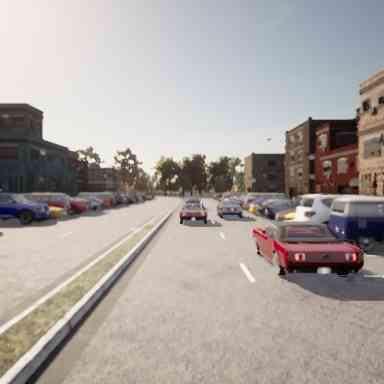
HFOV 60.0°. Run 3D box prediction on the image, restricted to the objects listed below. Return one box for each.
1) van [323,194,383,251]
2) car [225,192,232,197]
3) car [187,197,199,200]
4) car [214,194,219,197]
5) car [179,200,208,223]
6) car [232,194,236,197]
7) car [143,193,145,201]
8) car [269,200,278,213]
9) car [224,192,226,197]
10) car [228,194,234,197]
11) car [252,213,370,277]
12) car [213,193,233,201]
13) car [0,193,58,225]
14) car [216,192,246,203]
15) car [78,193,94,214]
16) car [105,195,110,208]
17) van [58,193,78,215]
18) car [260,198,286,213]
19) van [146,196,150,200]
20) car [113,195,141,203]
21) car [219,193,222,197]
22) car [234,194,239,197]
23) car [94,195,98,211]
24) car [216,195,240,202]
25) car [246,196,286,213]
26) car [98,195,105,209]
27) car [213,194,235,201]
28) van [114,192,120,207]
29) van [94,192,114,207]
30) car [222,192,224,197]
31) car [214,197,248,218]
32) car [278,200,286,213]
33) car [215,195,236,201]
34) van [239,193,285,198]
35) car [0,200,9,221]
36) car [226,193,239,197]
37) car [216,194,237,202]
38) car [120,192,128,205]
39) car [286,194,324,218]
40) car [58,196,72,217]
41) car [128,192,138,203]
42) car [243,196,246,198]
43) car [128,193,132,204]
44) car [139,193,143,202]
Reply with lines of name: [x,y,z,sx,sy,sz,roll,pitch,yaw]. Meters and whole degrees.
van: [7.755,1.180,12.831,4.442,1.987,1.878,0,0,0]
car: [7.605,1.194,48.674,4.553,1.767,2.185,0,0,0]
car: [0.097,1.348,41.195,1.837,1.490,4.892,0,0,0]
car: [7.450,1.332,62.461,5.366,1.575,1.946,0,0,0]
car: [0.098,1.479,24.059,1.895,1.301,4.718,0,0,0]
car: [7.630,1.325,40.403,4.892,1.521,2.231,0,0,0]
car: [-12.525,1.347,66.926,5.008,1.535,2.097,0,0,0]
car: [7.641,1.409,21.105,4.674,1.452,2.002,0,0,0]
car: [7.667,1.196,51.432,4.553,1.767,2.185,0,0,0]
car: [7.630,1.322,43.160,4.892,1.521,2.231,0,0,0]
car: [3.092,1.540,10.011,1.895,1.301,4.718,0,0,0]
car: [7.602,1.213,81.770,4.553,1.767,2.185,0,0,0]
car: [-12.533,1.092,22.587,5.566,2.045,2.435,0,0,0]
car: [7.663,1.089,65.219,5.566,2.045,2.435,0,0,0]
car: [-12.527,1.072,30.921,5.566,2.045,2.435,0,0,0]
car: [-12.547,1.353,39.135,4.674,1.452,2.002,0,0,0]
van: [-12.441,1.103,28.144,4.442,1.987,1.878,0,0,0]
car: [7.667,1.389,23.861,4.792,1.488,2.163,0,0,0]
van: [-12.408,1.135,75.266,4.442,1.987,1.878,0,0,0]
car: [-12.539,1.342,64.272,4.892,1.521,2.231,0,0,0]
car: [7.641,1.327,56.946,5.008,1.535,2.097,0,0,0]
car: [7.631,1.328,37.647,4.892,1.521,2.231,0,0,0]
car: [-12.547,1.320,33.703,4.892,1.521,2.231,0,0,0]
car: [7.641,1.350,70.732,4.892,1.521,2.231,0,0,0]
car: [7.823,1.340,29.375,5.366,1.575,1.946,0,0,0]
car: [-12.522,1.345,36.481,4.792,1.488,2.163,0,0,0]
car: [7.639,1.345,79.008,5.008,1.535,2.097,0,0,0]
van: [-12.429,1.086,44.817,4.442,1.987,1.878,0,0,0]
van: [-12.665,1.086,42.040,4.442,1.987,1.878,0,0,0]
car: [7.667,1.198,54.189,4.553,1.767,2.185,0,0,0]
car: [3.097,1.414,28.185,2.033,1.411,5.357,0,0,0]
car: [7.644,1.380,18.346,5.008,1.535,2.097,0,0,0]
car: [7.631,1.388,76.252,4.674,1.452,2.002,0,0,0]
van: [7.520,1.106,34.766,4.442,1.987,1.878,0,0,0]
car: [-12.560,1.364,17.029,4.892,1.521,2.231,0,0,0]
car: [7.630,1.322,45.918,4.892,1.521,2.231,0,0,0]
car: [7.603,1.224,73.494,4.553,1.767,2.185,0,0,0]
car: [-12.572,1.062,47.597,5.566,2.045,2.435,0,0,0]
car: [7.667,1.141,15.589,5.566,2.045,2.435,0,0,0]
car: [-12.374,1.333,25.365,5.366,1.575,1.946,0,0,0]
car: [-12.510,1.072,55.809,5.566,2.045,2.435,0,0,0]
car: [7.635,1.376,32.133,4.674,1.452,2.002,0,0,0]
car: [-12.537,1.359,53.091,4.674,1.452,2.002,0,0,0]
car: [-12.563,1.084,61.494,5.566,2.045,2.435,0,0,0]
